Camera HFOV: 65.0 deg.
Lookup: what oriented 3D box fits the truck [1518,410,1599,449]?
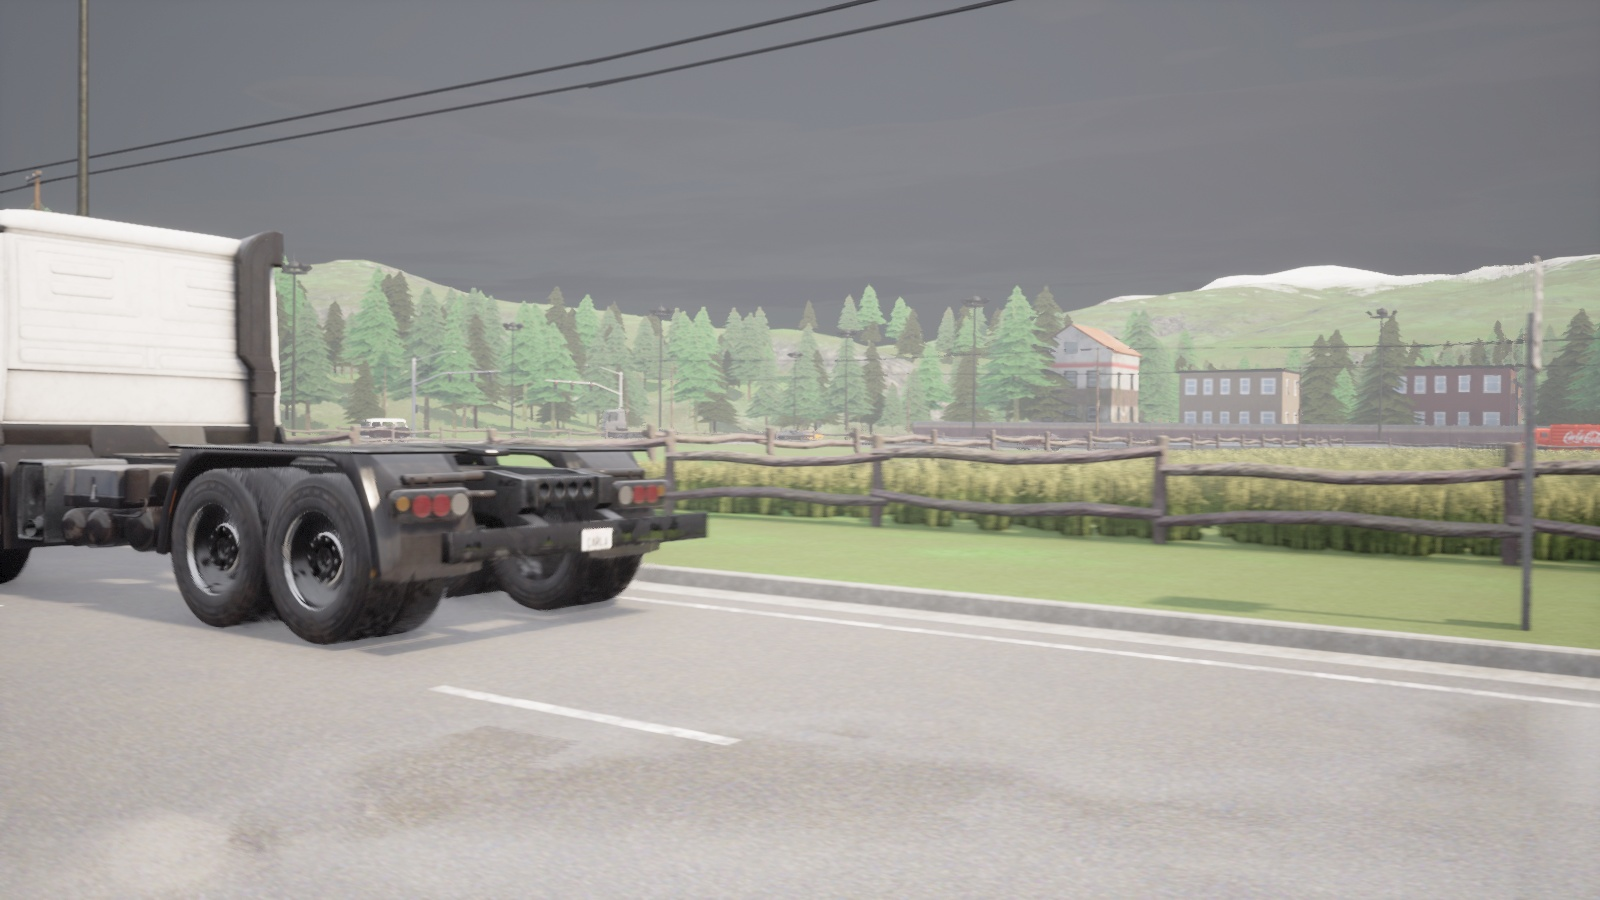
[{"bbox_3d":[50.068,-1.346,82.144,5.204,2.467,2.627,0,1,34],"label":"truck"}]

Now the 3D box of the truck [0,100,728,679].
[{"bbox_3d":[-4.685,-0.395,10.917,7.936,3.462,2.891,0,1,34],"label":"truck"}]
